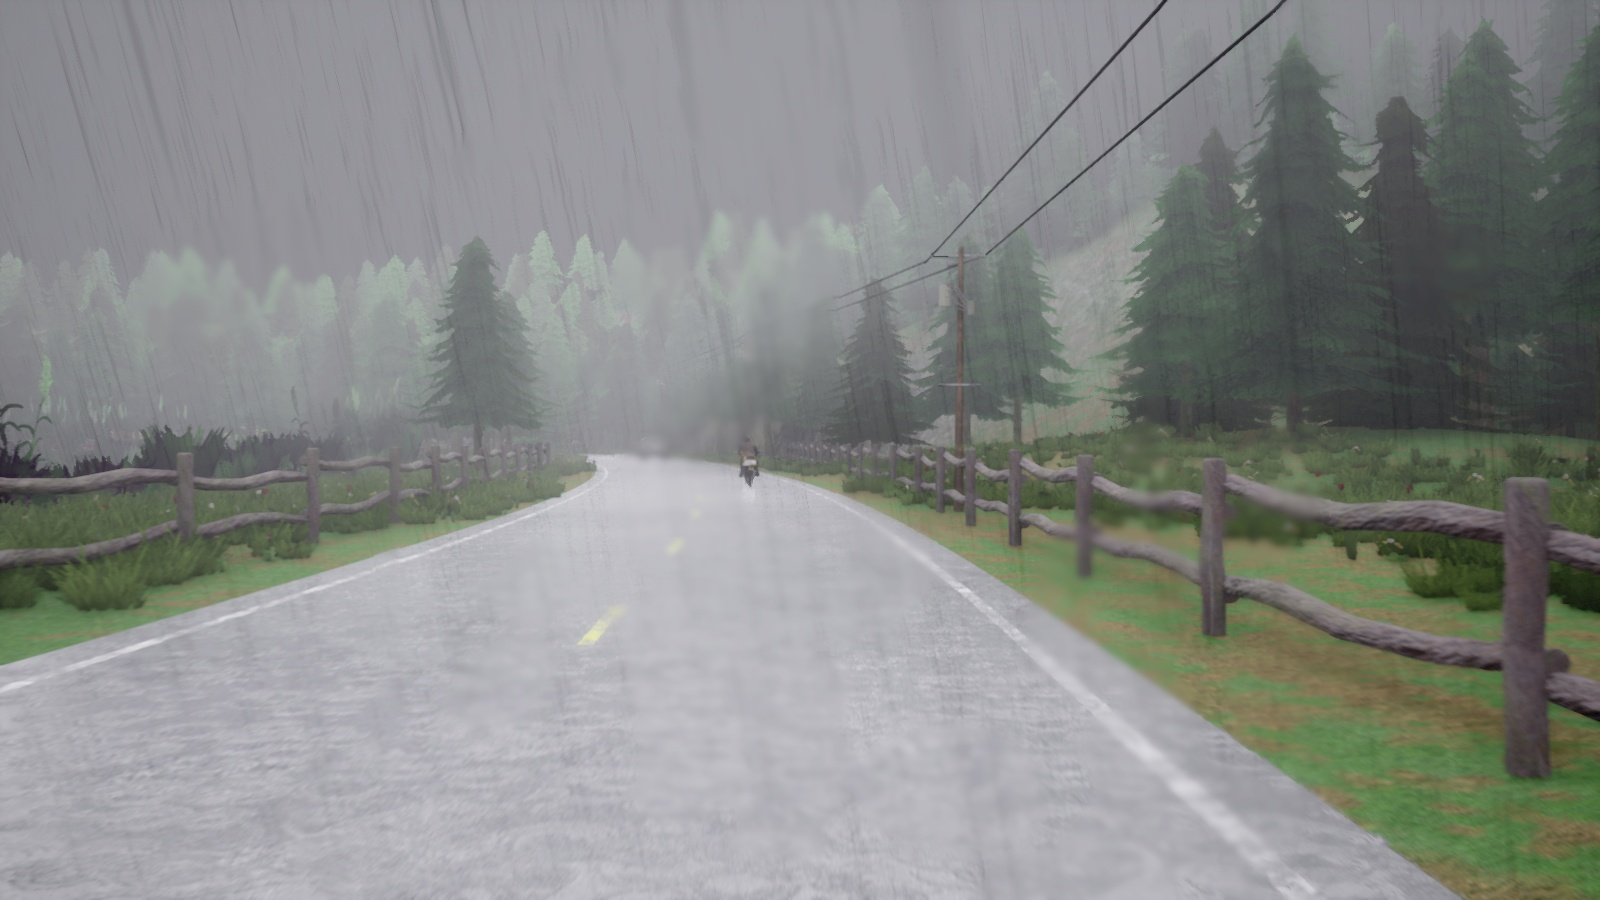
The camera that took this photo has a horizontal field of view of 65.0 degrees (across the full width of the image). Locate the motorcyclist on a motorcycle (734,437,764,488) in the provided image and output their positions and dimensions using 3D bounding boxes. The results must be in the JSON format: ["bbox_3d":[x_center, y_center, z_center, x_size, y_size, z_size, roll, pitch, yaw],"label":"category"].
[{"bbox_3d":[-1.587,0.368,38.961,0.797,1.523,2.044,0,1,-6],"label":"motorcyclist on a motorcycle"}]

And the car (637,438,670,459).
[{"bbox_3d":[-10.363,-0.112,88.692,1.970,1.475,3.806,0,1,-12],"label":"car"}]
